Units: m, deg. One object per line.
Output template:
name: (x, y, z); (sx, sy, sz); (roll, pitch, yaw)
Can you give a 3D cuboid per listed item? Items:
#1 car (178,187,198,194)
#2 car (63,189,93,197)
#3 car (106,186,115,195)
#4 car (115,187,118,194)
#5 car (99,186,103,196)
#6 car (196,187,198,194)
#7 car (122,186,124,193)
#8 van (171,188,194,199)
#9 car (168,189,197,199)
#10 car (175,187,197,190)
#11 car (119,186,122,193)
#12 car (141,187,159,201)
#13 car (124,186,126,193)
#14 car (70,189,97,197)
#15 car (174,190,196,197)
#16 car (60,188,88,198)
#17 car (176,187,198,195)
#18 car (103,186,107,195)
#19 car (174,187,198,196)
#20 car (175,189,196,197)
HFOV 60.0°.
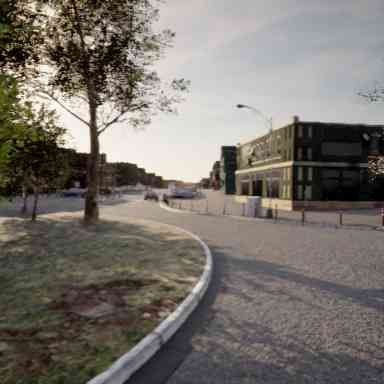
car: (-1.082, -0.415, 95.417); (5.566, 2.045, 2.435); (1, 1, 1)
car: (-22.013, 0.189, 64.486); (5.008, 1.535, 2.097); (1, 1, 1)
car: (-21.715, -0.366, 78.263); (5.566, 2.045, 2.435); (1, 1, 1)
car: (-21.442, -0.178, 81.020); (5.366, 1.575, 1.946); (1, 1, 1)
car: (-21.848, -0.051, 69.994); (4.553, 1.767, 2.185); (1, 1, 1)
car: (-1.609, 0.231, 73.199); (4.553, 1.767, 2.185); (1, 1, 1)
car: (-21.467, -0.495, 89.290); (4.553, 1.767, 2.185); (1, 1, 1)
van: (-1.884, 0.252, 67.768); (4.442, 1.987, 1.878); (1, 1, 1)
car: (-1.999, 0.666, 59.431); (4.792, 1.488, 2.163); (1, 1, 1)
car: (-1.807, 0.413, 64.860); (4.553, 1.767, 2.185); (1, 1, 1)
car: (-21.507, -0.306, 86.537); (5.008, 1.535, 2.097); (1, 1, 1)
car: (-6.498, 0.528, 54.049); (2.097, 1.767, 4.553); (1, 1, -1)
car: (-21.404, -0.556, 92.046); (4.553, 1.767, 2.185); (1, 1, 1)
car: (-21.942, 0.172, 67.241); (4.674, 1.452, 2.002); (1, 1, 1)
car: (-1.579, 0.286, 76.106); (5.008, 1.535, 2.097); (1, 1, 1)
car: (-22.037, 0.117, 61.722); (4.553, 1.767, 2.185); (1, 1, 1)
car: (-1.334, -0.229, 87.211); (5.566, 2.045, 2.435); (1, 1, 1)
car: (-21.824, 0.015, 72.758); (4.892, 1.521, 2.231); (1, 1, 1)
car: (-1.411, -0.094, 81.528); (5.566, 2.045, 2.435); (1, 1, 1)
car: (-1.504, 0.224, 78.758); (4.892, 1.521, 2.231); (1, 1, 1)
